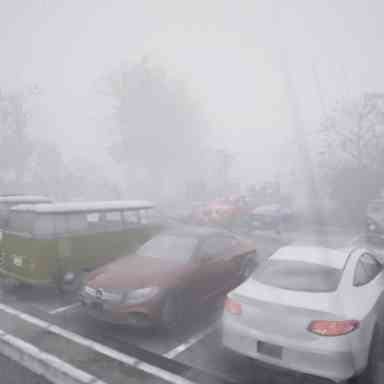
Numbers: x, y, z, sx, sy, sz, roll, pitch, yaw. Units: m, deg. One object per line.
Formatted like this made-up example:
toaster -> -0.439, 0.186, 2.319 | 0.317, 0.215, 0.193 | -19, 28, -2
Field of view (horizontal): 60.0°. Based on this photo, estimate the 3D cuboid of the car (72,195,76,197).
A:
car -> -9.100, 1.187, 28.936 | 2.097, 1.535, 5.008 | 1, 1, 35

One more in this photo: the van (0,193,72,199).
van -> -6.985, 1.155, 12.138 | 1.878, 1.987, 4.442 | 1, 1, 35

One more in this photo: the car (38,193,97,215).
car -> -11.312, 1.016, 30.479 | 2.185, 1.767, 4.553 | 1, 1, 35

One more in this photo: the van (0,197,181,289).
van -> -2.480, 1.244, 8.930 | 1.878, 1.987, 4.442 | 1, 1, 35

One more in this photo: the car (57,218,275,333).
car -> -0.139, 1.535, 7.123 | 2.002, 1.452, 4.674 | 0, 0, 35

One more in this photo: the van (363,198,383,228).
van -> 9.347, 1.273, 15.654 | 1.878, 1.987, 4.442 | 0, 0, 36

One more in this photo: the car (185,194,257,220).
car -> 2.387, 1.174, 20.725 | 2.435, 2.045, 5.566 | 1, 1, 35

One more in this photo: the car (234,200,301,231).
car -> 4.706, 1.470, 19.101 | 2.097, 1.535, 5.008 | 1, 1, 35

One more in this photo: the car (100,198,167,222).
car -> -4.393, 1.285, 25.597 | 2.231, 1.521, 4.892 | 1, 1, 35

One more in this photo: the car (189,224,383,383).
car -> 2.167, 1.538, 5.475 | 2.002, 1.452, 4.674 | 0, 0, 35

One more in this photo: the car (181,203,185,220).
car -> 0.083, 1.407, 22.365 | 2.163, 1.488, 4.792 | 1, 1, 35

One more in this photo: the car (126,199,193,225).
car -> -2.217, 1.360, 24.003 | 2.163, 1.488, 4.792 | 1, 1, 35
